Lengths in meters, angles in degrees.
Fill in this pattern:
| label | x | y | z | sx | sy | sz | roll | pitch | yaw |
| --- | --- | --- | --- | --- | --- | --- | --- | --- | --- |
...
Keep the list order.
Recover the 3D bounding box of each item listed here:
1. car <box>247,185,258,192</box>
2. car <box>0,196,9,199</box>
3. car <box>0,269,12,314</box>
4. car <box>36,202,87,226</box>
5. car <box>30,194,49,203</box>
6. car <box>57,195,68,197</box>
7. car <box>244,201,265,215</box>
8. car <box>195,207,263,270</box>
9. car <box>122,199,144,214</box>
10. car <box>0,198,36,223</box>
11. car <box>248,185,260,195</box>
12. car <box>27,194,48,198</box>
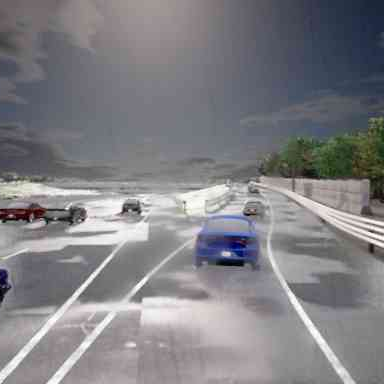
| label | x | y | z | sx | sy | sz | roll | pitch | yaw |
| --- | --- | --- | --- | --- | --- | --- | --- | --- | --- |
| car | 14.128 | -0.819 | 78.287 | 2.128 | 1.511 | 4.902 | 0 | 3 | 6 |
| car | -28.415 | 1.322 | 49.032 | 2.128 | 1.511 | 4.902 | 0 | 0 | -4 |
| car | -4.044 | 1.588 | 3.853 | 1.895 | 1.301 | 4.718 | 0 | 0 | -4 |
| car | -8.821 | 1.481 | 23.531 | 2.128 | 1.511 | 4.902 | 0 | 0 | -4 |
| car | -29.586 | 1.244 | 64.660 | 1.837 | 1.490 | 4.892 | 0 | 0 | -5 |
| car | -26.342 | 1.273 | 67.997 | 2.128 | 1.511 | 4.902 | 0 | 0 | -5 |
| car | 5.726 | 1.554 | 30.790 | 2.033 | 1.411 | 5.357 | 0 | 1 | 13 |
| car | 1.288 | 1.516 | 11.360 | 1.882 | 1.535 | 5.008 | 1 | 0 | 9 |
| car | -6.247 | 1.515 | 35.022 | 1.837 | 1.490 | 4.892 | 0 | 0 | -4 |
| car | -12.436 | 1.453 | 24.996 | 1.882 | 1.535 | 5.008 | 0 | 0 | -4 |
| car | 12.827 | -0.179 | 68.289 | 1.837 | 1.490 | 4.892 | 0 | 3 | 8 |
| car | -25.172 | 1.373 | 52.694 | 2.033 | 1.411 | 5.357 | 0 | 0 | -4 |
